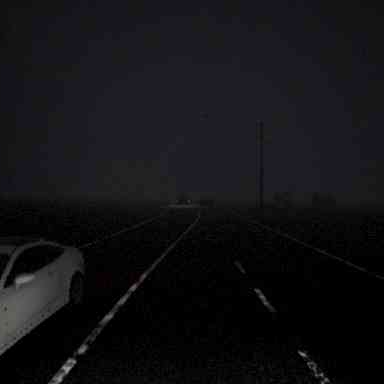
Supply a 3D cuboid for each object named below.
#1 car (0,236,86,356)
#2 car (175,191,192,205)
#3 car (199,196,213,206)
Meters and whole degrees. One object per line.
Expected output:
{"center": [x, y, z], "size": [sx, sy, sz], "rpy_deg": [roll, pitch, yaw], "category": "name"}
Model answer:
{"center": [-3.138, 1.488, 5.102], "size": [1.812, 1.442, 4.674], "rpy_deg": [0, 0, 3], "category": "car"}
{"center": [-1.474, 0.998, 53.577], "size": [2.150, 2.045, 5.566], "rpy_deg": [0, 0, -1], "category": "car"}
{"center": [2.097, 1.279, 50.773], "size": [1.882, 1.535, 5.008], "rpy_deg": [0, 0, -2], "category": "car"}
